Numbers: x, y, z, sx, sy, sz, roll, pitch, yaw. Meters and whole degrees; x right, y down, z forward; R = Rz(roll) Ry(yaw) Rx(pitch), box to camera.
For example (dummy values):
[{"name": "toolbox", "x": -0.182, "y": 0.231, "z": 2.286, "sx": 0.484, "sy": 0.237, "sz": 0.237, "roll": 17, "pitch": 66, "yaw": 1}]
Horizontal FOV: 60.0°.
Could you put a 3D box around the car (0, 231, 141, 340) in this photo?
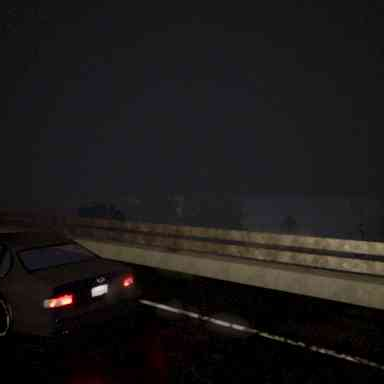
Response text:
[{"name": "car", "x": -3.416, "y": 1.501, "z": 6.452, "sx": 5.357, "sy": 1.411, "sz": 2.033, "roll": 1, "pitch": 0, "yaw": 36}]
